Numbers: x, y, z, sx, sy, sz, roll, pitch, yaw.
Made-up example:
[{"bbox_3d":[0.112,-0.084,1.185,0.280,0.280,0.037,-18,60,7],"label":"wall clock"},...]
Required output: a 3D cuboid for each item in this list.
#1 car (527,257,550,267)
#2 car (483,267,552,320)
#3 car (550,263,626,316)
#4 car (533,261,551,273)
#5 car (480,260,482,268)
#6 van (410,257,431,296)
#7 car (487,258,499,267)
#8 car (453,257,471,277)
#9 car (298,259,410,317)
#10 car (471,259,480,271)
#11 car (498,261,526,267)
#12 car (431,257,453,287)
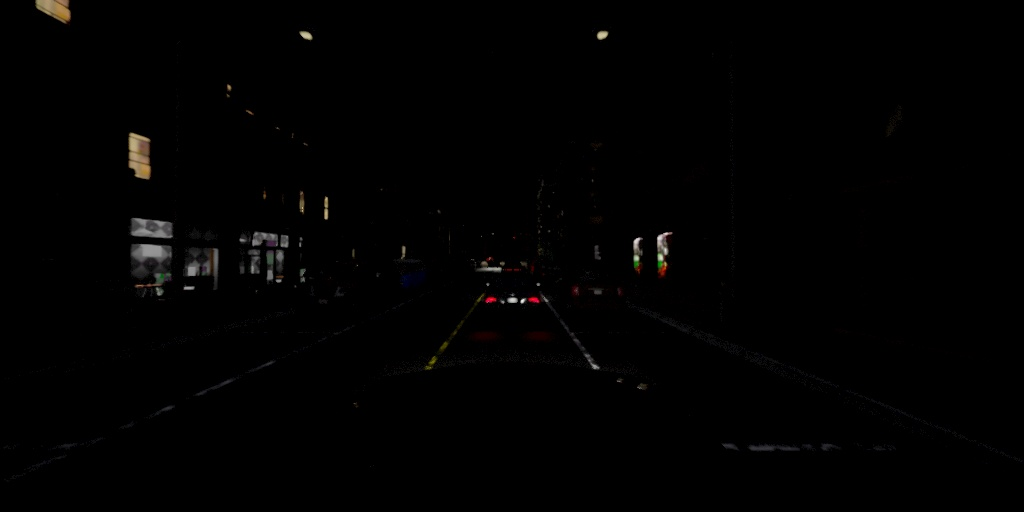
[{"bbox_3d":[2.734,1.007,34.872,2.192,1.841,5.009,0,0,0],"label":"car"},{"bbox_3d":[0.034,1.280,12.504,2.033,1.411,5.357,0,0,0],"label":"car"},{"bbox_3d":[2.707,1.170,13.244,1.967,1.591,4.097,0,0,0],"label":"car"},{"bbox_3d":[2.721,1.262,24.058,2.007,1.370,4.403,0,0,0],"label":"car"},{"bbox_3d":[-5.619,1.203,56.519,2.007,1.370,4.403,0,0,0],"label":"car"},{"bbox_3d":[-5.667,1.062,18.669,1.690,1.789,3.998,0,0,0],"label":"van"},{"bbox_3d":[-2.972,1.139,59.523,2.128,1.511,4.902,0,0,1],"label":"car"},{"bbox_3d":[-5.646,1.007,34.890,2.192,1.841,5.009,0,0,0],"label":"car"},{"bbox_3d":[-5.674,1.046,13.261,2.192,1.841,5.009,0,0,0],"label":"car"},{"bbox_3d":[-5.632,1.112,45.705,1.967,1.591,4.097,0,0,0],"label":"car"},{"bbox_3d":[0.078,1.208,29.703,1.837,1.490,4.892,0,0,1],"label":"car"},{"bbox_3d":[-5.660,1.027,24.076,2.192,1.841,5.009,0,0,0],"label":"car"}]
